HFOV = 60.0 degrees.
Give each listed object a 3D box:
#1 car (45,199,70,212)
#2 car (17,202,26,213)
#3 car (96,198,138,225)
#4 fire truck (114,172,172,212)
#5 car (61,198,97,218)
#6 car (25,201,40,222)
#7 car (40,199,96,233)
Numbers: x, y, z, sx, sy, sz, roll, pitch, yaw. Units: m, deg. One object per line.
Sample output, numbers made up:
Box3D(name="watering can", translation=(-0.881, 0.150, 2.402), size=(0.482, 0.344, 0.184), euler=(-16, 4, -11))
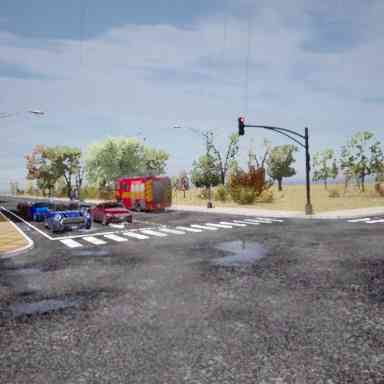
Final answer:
Box3D(name="car", translation=(-16.394, 1.624, 40.400), size=(1.895, 1.301, 4.718), euler=(-3, 1, -32))
Box3D(name="car", translation=(-19.361, 1.760, 39.016), size=(1.895, 1.301, 4.718), euler=(-3, 1, -32))
Box3D(name="car", translation=(-5.800, 1.437, 23.542), size=(1.812, 1.442, 4.674), euler=(-3, 1, -32))
Box3D(name="fire truck", translation=(-5.381, 0.037, 35.164), size=(2.891, 3.827, 8.468), euler=(-3, 1, -32))
Box3D(name="car", translation=(-10.730, 1.454, 31.374), size=(2.128, 1.511, 4.902), euler=(-3, 1, -32))
Box3D(name="car", translation=(-12.475, 1.564, 28.044), size=(1.882, 1.535, 5.008), euler=(-3, 1, -32))
Box3D(name="car", translation=(-7.701, 1.389, 20.385), size=(2.097, 1.767, 4.553), euler=(-3, 1, -31))
